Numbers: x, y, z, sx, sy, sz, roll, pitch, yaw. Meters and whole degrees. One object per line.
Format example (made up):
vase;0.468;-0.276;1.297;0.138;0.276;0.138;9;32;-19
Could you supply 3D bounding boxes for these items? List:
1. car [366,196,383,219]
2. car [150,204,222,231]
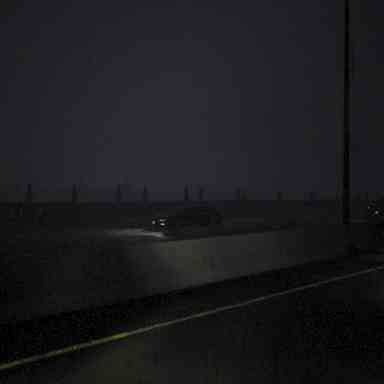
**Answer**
car;17.752;1.385;29.536;5.566;2.045;2.150;0;0;-35
car;-0.292;1.560;20.978;4.892;1.490;1.837;0;0;-35
